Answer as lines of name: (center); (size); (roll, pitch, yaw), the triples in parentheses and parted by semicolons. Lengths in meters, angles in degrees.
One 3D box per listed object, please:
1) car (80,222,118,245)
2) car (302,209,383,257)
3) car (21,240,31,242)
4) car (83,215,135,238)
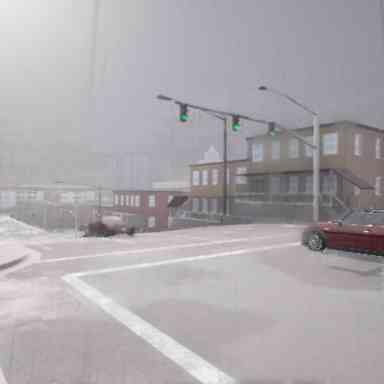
car: (-9.402, 4.176, 33.266); (1.882, 1.535, 5.008); (1, -13, -36)
car: (6.271, 1.379, 11.948); (2.097, 1.767, 4.553); (0, 0, -36)
car: (-30.843, 9.564, 61.594); (1.882, 1.535, 5.008); (0, -1, -26)
car: (-5.453, 2.206, 21.831); (1.812, 1.442, 4.674); (1, -6, -36)
